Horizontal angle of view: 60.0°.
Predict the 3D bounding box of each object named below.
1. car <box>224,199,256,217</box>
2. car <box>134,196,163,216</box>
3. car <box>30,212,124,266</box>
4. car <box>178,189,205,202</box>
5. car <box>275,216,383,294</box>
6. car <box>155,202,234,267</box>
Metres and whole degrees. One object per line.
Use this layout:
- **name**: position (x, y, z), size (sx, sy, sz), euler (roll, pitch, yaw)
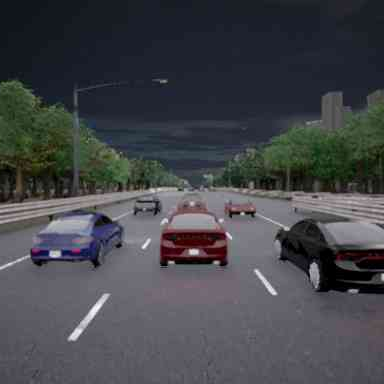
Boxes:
- **car**: position (3.504, 1.165, 25.179), size (1.895, 1.301, 4.718), euler (0, 1, 0)
- **car**: position (-3.495, 1.023, 26.900), size (2.128, 1.511, 4.902), euler (0, 1, 0)
- **car**: position (-3.452, 1.355, 10.688), size (1.812, 1.442, 4.674), euler (0, 1, 0)
- **car**: position (0.004, 0.888, 26.650), size (2.097, 1.767, 4.553), euler (0, 1, 0)
- **car**: position (3.545, 1.341, 8.495), size (1.882, 1.535, 5.008), euler (0, 1, 0)
- **car**: position (0.047, 1.304, 10.811), size (1.882, 1.535, 5.008), euler (0, 1, 0)
